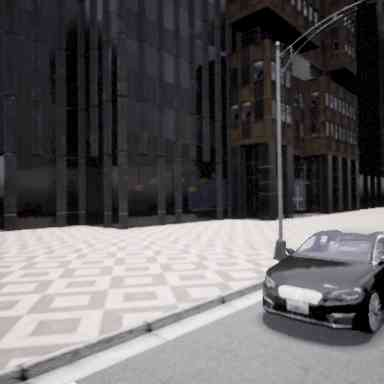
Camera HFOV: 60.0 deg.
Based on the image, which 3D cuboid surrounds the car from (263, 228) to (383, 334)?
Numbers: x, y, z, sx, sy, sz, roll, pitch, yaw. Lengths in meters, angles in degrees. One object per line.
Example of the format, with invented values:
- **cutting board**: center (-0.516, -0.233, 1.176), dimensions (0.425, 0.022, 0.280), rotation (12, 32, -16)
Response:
- **car**: center (3.313, 1.585, 7.142), dimensions (2.128, 1.511, 4.902), rotation (-2, -1, 42)
